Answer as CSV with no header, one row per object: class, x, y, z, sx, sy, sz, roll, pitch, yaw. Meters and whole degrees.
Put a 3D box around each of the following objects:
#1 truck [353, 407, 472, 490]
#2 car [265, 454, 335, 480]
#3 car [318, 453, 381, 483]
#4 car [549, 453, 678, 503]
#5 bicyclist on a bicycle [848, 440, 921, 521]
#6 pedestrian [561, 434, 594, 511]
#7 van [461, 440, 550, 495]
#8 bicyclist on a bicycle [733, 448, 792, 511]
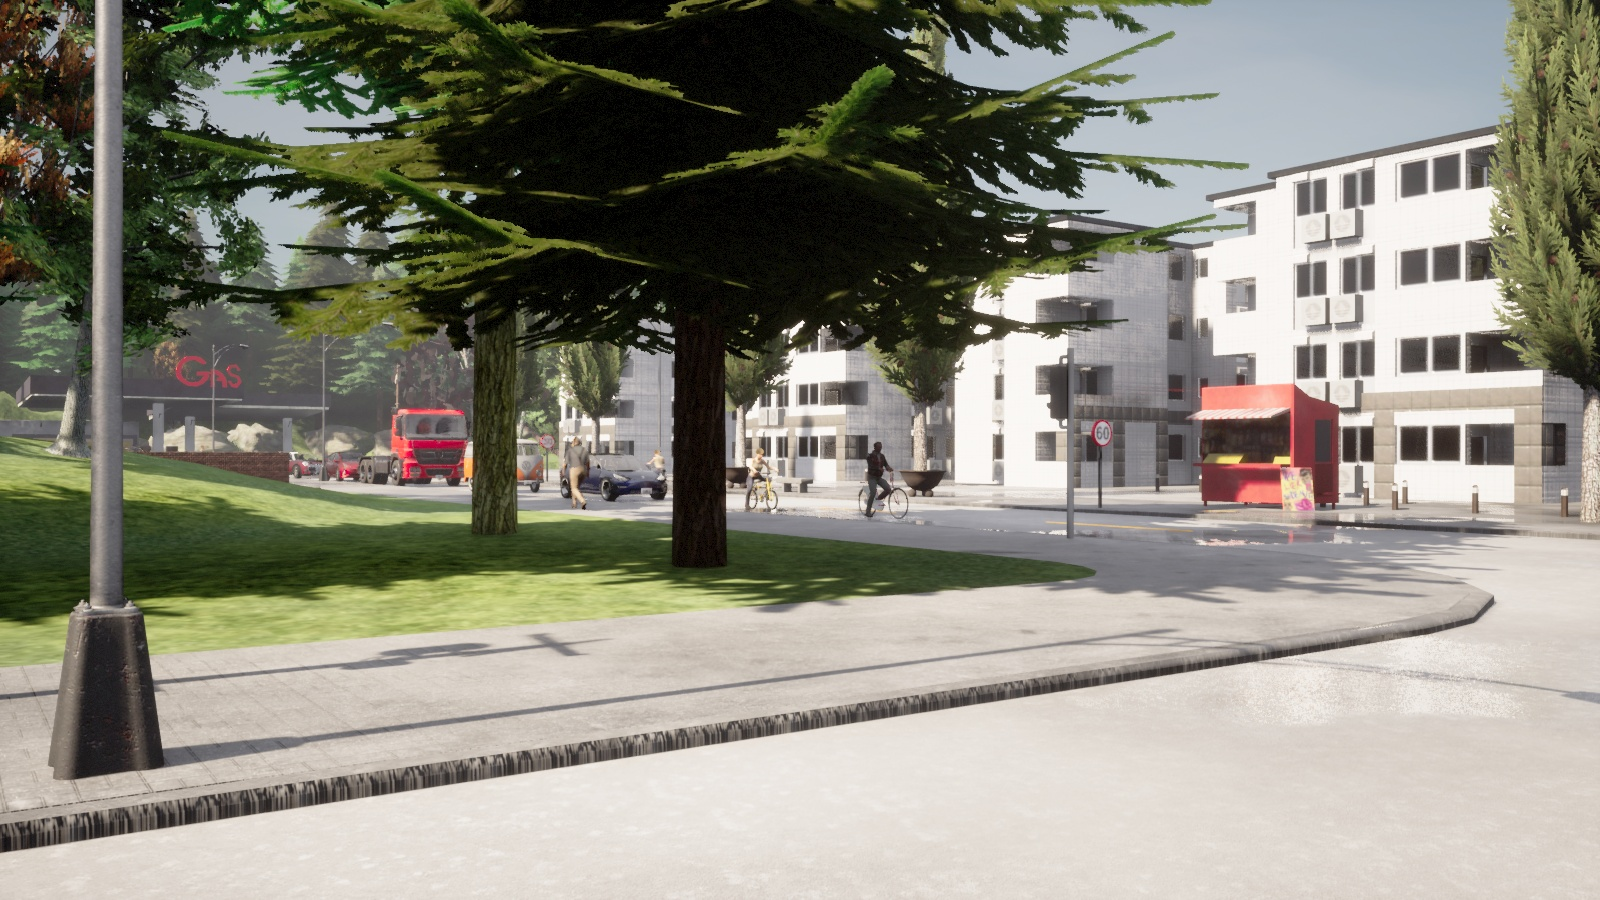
truck,-17.609,-0.061,56.731,2.891,3.462,7.936,0,0,-35
car,-28.525,0.947,71.576,3.806,1.475,1.970,0,0,36
car,-23.367,0.900,65.050,2.007,1.525,4.514,0,0,-35
car,-6.035,0.855,40.067,2.163,1.488,4.792,0,0,-35
bicyclist on a bicycle,1.906,0.681,28.688,0.659,1.776,1.843,0,0,-34
pedestrian,-5.375,0.540,30.332,0.540,1.848,0.694,0,0,-36
van,-11.201,0.638,47.506,1.775,1.987,4.442,0,0,-35
bicyclist on a bicycle,-0.994,0.764,32.823,0.866,1.612,1.509,0,0,-35
